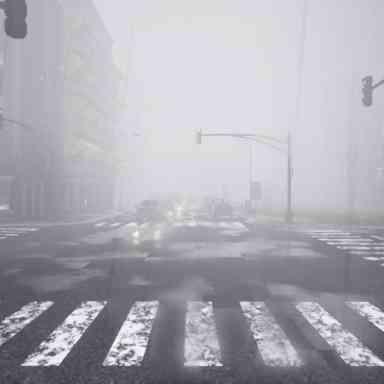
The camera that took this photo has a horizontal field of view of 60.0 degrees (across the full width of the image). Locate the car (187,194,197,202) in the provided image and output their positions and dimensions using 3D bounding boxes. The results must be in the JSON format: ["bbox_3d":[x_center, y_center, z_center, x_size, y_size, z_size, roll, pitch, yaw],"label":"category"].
[{"bbox_3d":[0.061,1.264,70.995,2.097,1.767,4.553,0,0,0],"label":"car"}]

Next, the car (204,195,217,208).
[{"bbox_3d":[2.661,1.410,35.614,1.967,1.590,4.097,-1,0,0],"label":"car"}]

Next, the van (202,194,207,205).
[{"bbox_3d":[2.665,1.295,46.906,1.690,1.788,3.998,-1,0,0],"label":"van"}]

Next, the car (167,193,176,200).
[{"bbox_3d":[-5.662,1.173,92.047,2.192,1.841,5.009,-1,0,0],"label":"car"}]

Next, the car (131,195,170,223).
[{"bbox_3d":[-3.210,1.334,25.599,2.097,1.767,4.553,0,0,3],"label":"car"}]

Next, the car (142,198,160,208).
[{"bbox_3d":[-5.679,1.520,46.877,1.947,1.339,4.313,-1,0,0],"label":"car"}]

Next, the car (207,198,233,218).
[{"bbox_3d":[2.660,1.522,29.969,1.887,1.381,4.507,-1,0,0],"label":"car"}]

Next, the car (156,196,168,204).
[{"bbox_3d":[-5.672,1.470,63.814,1.887,1.381,4.507,-1,0,0],"label":"car"}]

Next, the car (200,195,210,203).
[{"bbox_3d":[2.683,1.353,69.490,1.967,1.590,4.097,-1,0,0],"label":"car"}]

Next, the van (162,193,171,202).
[{"bbox_3d":[-5.669,1.242,75.108,1.690,1.788,3.998,-1,0,0],"label":"van"}]

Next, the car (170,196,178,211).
[{"bbox_3d":[-3.078,1.529,38.814,1.994,1.385,4.181,0,0,0],"label":"car"}]

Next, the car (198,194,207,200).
[{"bbox_3d":[2.721,1.313,86.427,1.967,1.590,4.097,-1,0,0],"label":"car"}]

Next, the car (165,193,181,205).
[{"bbox_3d":[-3.054,1.160,55.695,2.150,2.045,5.566,0,0,0],"label":"car"}]

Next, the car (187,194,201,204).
[{"bbox_3d":[0.129,1.479,60.369,2.033,1.411,5.357,0,0,0],"label":"car"}]

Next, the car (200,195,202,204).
[{"bbox_3d":[2.670,1.490,52.552,1.887,1.381,4.507,-1,0,0],"label":"car"}]
